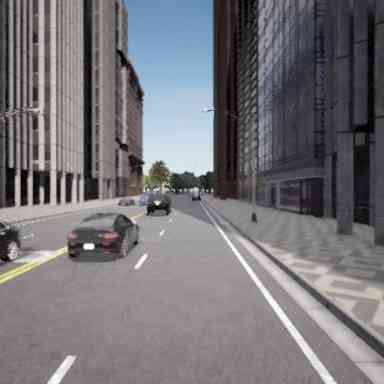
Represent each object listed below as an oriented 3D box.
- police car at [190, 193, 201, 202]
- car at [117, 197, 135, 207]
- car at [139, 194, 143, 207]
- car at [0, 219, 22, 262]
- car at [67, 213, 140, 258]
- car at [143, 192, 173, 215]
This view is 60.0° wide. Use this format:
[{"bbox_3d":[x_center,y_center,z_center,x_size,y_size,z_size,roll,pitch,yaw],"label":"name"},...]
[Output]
[{"bbox_3d":[0.974,1.234,71.644,1.930,1.638,5.238,0,0,0],"label":"police car"},{"bbox_3d":[-9.824,1.419,50.235,2.033,1.411,5.357,0,0,0],"label":"car"},{"bbox_3d":[-6.576,1.093,50.132,2.150,2.045,5.566,0,0,0],"label":"car"},{"bbox_3d":[-6.600,1.482,9.209,1.837,1.490,4.892,0,0,0],"label":"car"},{"bbox_3d":[-3.139,1.495,12.452,1.812,1.442,4.674,0,0,0],"label":"car"},{"bbox_3d":[-3.149,1.141,32.925,2.150,2.045,5.566,0,0,0],"label":"car"}]
